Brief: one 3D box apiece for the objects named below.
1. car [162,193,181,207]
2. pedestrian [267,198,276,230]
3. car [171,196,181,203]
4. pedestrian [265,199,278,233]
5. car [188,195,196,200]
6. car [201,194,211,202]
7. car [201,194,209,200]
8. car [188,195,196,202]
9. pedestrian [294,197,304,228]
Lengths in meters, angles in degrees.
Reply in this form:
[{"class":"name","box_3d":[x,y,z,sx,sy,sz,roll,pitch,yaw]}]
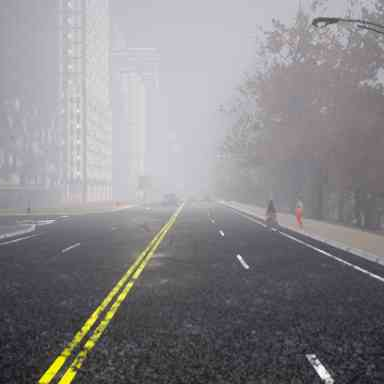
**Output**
[{"class":"car","box_3d":[-3.335,1.199,51.298,2.150,2.045,5.566,0,0,0]},{"class":"pedestrian","box_3d":[4.637,1.283,19.410,0.375,1.860,0.375,0,0,0]},{"class":"car","box_3d":[-3.253,1.537,68.018,1.994,1.385,4.181,0,0,0]},{"class":"pedestrian","box_3d":[4.349,1.284,18.211,0.375,1.860,0.375,0,0,0]},{"class":"car","box_3d":[0.010,1.380,85.298,1.812,1.442,4.674,0,0,0]},{"class":"car","box_3d":[3.257,1.469,74.904,1.837,1.490,4.892,0,0,0]},{"class":"car","box_3d":[3.260,1.334,85.297,1.882,1.535,5.008,0,0,0]},{"class":"car","box_3d":[0.009,1.508,74.904,2.033,1.411,5.357,0,0,0]},{"class":"pedestrian","box_3d":[6.075,1.131,18.809,0.375,1.860,0.375,0,0,0]}]
